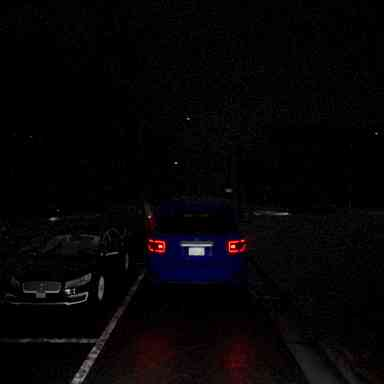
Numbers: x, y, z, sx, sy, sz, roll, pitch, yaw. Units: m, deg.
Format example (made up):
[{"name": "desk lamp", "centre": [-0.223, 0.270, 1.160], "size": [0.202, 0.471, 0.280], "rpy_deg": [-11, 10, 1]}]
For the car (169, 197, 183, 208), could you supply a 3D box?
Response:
[{"name": "car", "centre": [-2.465, 1.546, 51.558], "size": [1.967, 1.590, 4.097], "rpy_deg": [0, 0, 0]}]

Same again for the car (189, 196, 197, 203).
[{"name": "car", "centre": [0.260, 1.701, 75.658], "size": [1.882, 1.535, 5.008], "rpy_deg": [0, 0, 0]}]

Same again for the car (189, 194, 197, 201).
[{"name": "car", "centre": [0.296, 1.488, 86.049], "size": [2.097, 1.767, 4.553], "rpy_deg": [0, 0, 0]}]

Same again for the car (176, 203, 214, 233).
[{"name": "car", "centre": [0.220, 1.506, 20.995], "size": [2.128, 1.511, 4.902], "rpy_deg": [0, 0, 1]}]

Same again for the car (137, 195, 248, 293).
[{"name": "car", "centre": [0.124, 1.223, 8.995], "size": [2.150, 2.045, 5.566], "rpy_deg": [0, 0, 1]}]

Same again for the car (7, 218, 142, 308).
[{"name": "car", "centre": [-2.612, 1.552, 7.946], "size": [2.008, 1.369, 4.403], "rpy_deg": [0, 0, 0]}]

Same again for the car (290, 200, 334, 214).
[{"name": "car", "centre": [12.157, 1.500, 33.729], "size": [4.181, 1.385, 1.994], "rpy_deg": [0, 0, 0]}]

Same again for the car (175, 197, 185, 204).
[{"name": "car", "centre": [-2.406, 1.772, 68.624], "size": [1.802, 1.307, 4.206], "rpy_deg": [0, 0, 0]}]

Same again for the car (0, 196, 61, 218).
[{"name": "car", "centre": [-15.187, 1.389, 30.840], "size": [5.566, 2.045, 2.150], "rpy_deg": [-1, 0, 0]}]

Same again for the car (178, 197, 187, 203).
[{"name": "car", "centre": [-2.368, 1.810, 80.001], "size": [2.008, 1.369, 4.403], "rpy_deg": [0, 0, 0]}]

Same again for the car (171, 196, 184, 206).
[{"name": "car", "centre": [-2.445, 1.572, 57.246], "size": [1.967, 1.590, 4.097], "rpy_deg": [0, 0, 0]}]

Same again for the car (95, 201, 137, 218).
[{"name": "car", "centre": [-2.594, 1.319, 13.410], "size": [2.192, 1.841, 5.009], "rpy_deg": [0, 0, 0]}]
